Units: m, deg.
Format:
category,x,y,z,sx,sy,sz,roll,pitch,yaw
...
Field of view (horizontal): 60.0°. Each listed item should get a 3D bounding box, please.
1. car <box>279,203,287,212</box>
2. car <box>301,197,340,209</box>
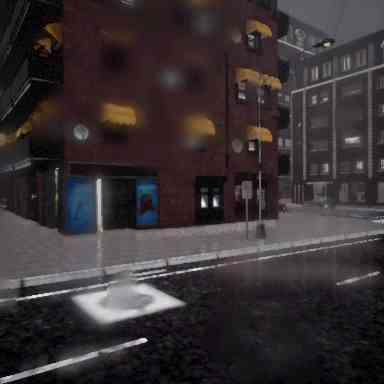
category,x,y,z,sx,sy,sz,roll,pitch,yaw
car,7.435,1.284,33.494,1.887,1.381,4.507,0,1,-36
car,14.591,1.220,37.980,2.008,1.369,4.403,0,1,-36
